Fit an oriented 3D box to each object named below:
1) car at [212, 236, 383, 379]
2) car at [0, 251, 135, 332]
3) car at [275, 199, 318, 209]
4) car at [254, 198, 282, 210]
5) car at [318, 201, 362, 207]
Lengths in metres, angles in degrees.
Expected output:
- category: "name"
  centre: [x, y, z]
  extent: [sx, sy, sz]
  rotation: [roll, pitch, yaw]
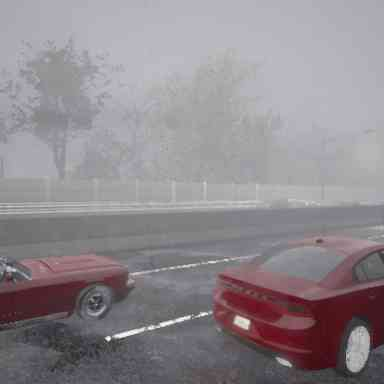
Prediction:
- category: "car"
  centre: [2.642, 1.500, 5.627]
  extent: [5.008, 1.535, 1.882]
  rotation: [0, 0, -35]
- category: "car"
  centre: [-3.426, 1.602, 5.602]
  extent: [4.718, 1.301, 1.895]
  rotation: [0, 0, -35]
- category: "car"
  centre: [11.186, 1.681, 33.445]
  extent: [5.357, 1.411, 2.033]
  rotation: [0, 0, -36]
- category: "car"
  centre: [8.783, 1.483, 36.031]
  extent: [4.553, 1.767, 2.097]
  rotation: [0, 0, -35]
- category: "car"
  centre: [14.455, 1.646, 31.477]
  extent: [4.892, 1.490, 1.837]
  rotation: [0, 0, -35]
